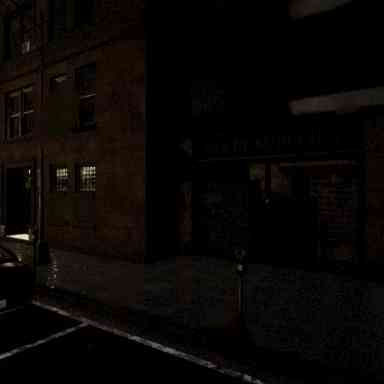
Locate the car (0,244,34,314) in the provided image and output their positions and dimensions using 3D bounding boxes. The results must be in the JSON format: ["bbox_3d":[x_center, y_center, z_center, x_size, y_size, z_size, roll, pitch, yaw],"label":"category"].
[{"bbox_3d":[-4.827,1.551,6.510,4.403,1.369,2.008,0,0,35],"label":"car"}]
